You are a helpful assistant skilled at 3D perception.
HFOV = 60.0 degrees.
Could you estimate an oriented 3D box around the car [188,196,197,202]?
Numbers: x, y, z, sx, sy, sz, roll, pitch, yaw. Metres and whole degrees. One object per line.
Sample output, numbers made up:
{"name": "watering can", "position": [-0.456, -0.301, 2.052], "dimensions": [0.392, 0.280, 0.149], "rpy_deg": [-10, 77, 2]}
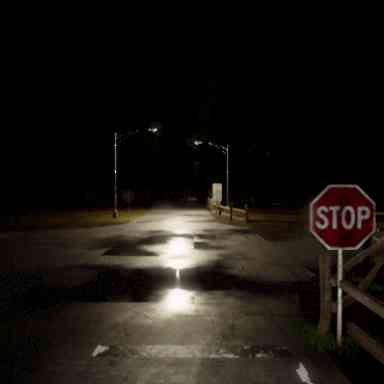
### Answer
{"name": "car", "position": [0.034, 1.543, 71.389], "dimensions": [1.895, 1.301, 4.718], "rpy_deg": [0, 0, 0]}
